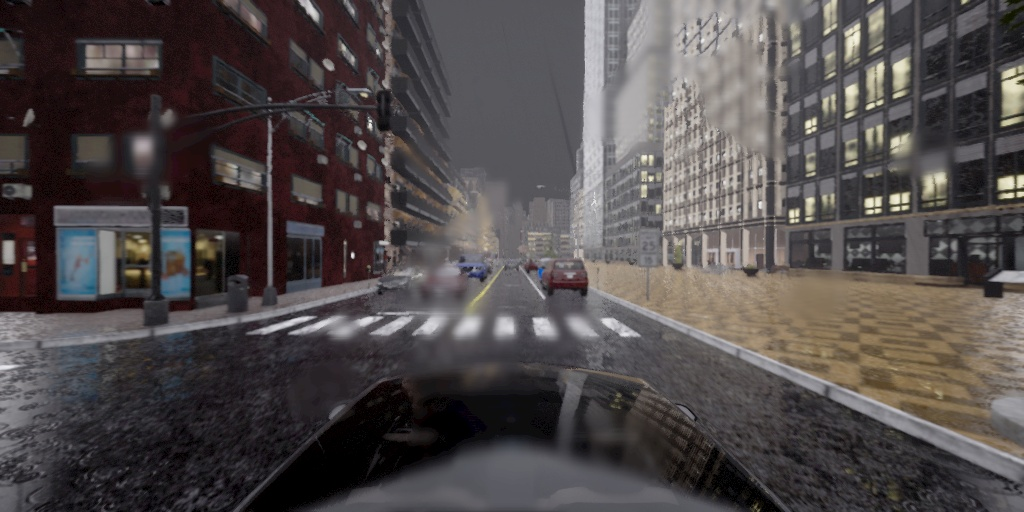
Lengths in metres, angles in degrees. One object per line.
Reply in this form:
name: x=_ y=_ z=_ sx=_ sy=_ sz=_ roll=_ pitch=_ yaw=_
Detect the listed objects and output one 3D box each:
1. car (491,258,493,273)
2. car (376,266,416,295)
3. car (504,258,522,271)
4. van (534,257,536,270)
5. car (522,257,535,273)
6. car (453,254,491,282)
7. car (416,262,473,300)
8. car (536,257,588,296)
car: x=-3.110 y=1.170 z=39.254 sx=1.837 sy=1.490 sz=4.892 roll=0 pitch=0 yaw=0
car: x=-5.703 y=1.219 z=18.951 sx=2.007 sy=1.370 sz=4.403 roll=0 pitch=0 yaw=0
car: x=-0.032 y=1.168 z=47.731 sx=2.128 sy=1.511 sz=4.902 roll=0 pitch=0 yaw=0
van: x=2.672 y=1.050 z=24.484 sx=1.690 sy=1.789 sz=3.998 roll=0 pitch=0 yaw=0
car: x=2.659 y=1.010 z=41.063 sx=2.192 sy=1.841 sz=5.009 roll=0 pitch=0 yaw=0
car: x=-3.111 y=0.894 z=28.116 sx=2.150 sy=2.045 sz=5.566 roll=0 pitch=0 yaw=0
car: x=-3.112 y=1.211 z=17.443 sx=1.812 sy=1.442 sz=4.674 roll=0 pitch=0 yaw=-2
car: x=2.677 y=1.031 z=18.958 sx=2.192 sy=1.841 sz=5.009 roll=0 pitch=0 yaw=0
